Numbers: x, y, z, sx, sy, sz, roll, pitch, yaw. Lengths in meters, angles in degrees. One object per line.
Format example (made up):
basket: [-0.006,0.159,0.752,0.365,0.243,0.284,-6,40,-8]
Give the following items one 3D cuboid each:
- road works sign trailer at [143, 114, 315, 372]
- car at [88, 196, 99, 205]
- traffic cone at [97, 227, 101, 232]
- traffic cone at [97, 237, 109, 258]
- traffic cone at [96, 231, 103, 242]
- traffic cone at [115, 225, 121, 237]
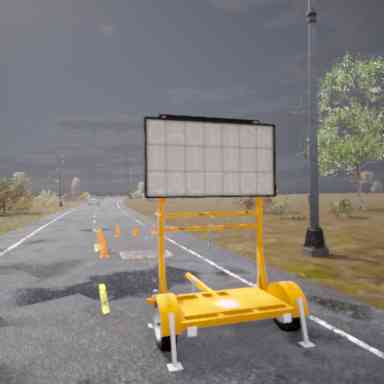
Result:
road works sign trailer: [0.306,0.497,5.908,2.380,3.560,2.880,-1,0,-17]
car: [-22.722,1.951,76.790,2.150,2.045,5.566,-1,-1,-13]
traffic cone: [-4.402,2.105,15.942,0.340,0.580,0.340,-1,0,-17]
traffic cone: [-3.200,2.067,12.127,0.340,0.580,0.340,-1,0,-17]
traffic cone: [-3.801,2.086,14.035,0.340,0.580,0.340,-1,0,-17]
traffic cone: [-4.049,2.115,18.150,0.340,0.580,0.340,-1,0,-17]
